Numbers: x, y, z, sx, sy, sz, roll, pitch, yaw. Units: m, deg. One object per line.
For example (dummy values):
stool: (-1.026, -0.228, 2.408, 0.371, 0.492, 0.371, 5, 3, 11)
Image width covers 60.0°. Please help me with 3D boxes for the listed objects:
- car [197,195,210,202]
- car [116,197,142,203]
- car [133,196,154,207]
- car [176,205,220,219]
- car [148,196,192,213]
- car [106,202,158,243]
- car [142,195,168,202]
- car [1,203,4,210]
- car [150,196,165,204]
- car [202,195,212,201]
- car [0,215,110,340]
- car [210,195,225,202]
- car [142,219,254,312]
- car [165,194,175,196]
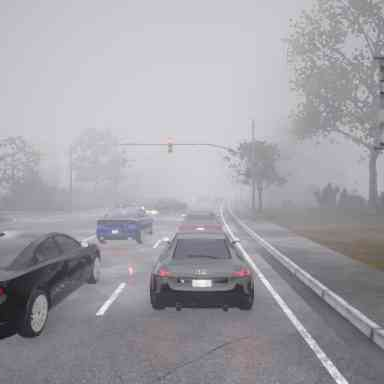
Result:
car: (2.230, 1.500, 74.009, 1.837, 1.490, 4.892, 0, 0, 9)
car: (-8.572, 1.491, 43.477, 2.128, 1.511, 4.902, 0, 0, 5)
car: (-7.667, 1.491, 52.660, 2.128, 1.511, 4.902, 0, 0, 6)
car: (0.440, 1.564, 16.218, 1.994, 1.385, 4.181, 0, 0, 2)
car: (-2.320, 1.491, 37.248, 2.128, 1.511, 4.902, 1, 0, 31)
car: (-3.068, 1.478, 16.054, 1.882, 1.535, 5.008, 0, 0, 2)
car: (-4.960, 1.491, 44.558, 2.128, 1.511, 4.902, 0, 0, 5)
car: (-22.061, 1.226, 33.573, 5.566, 2.045, 2.150, 0, 0, 7)
car: (-6.477, 1.564, 62.600, 1.994, 1.385, 4.181, 0, 0, 7)
car: (3.974, 1.478, 84.654, 1.882, 1.535, 5.008, 0, 0, 10)
car: (-3.303, 1.478, 6.655, 1.882, 1.535, 5.008, 0, 0, 1)
car: (5.813, 1.472, 74.296, 1.882, 1.535, 5.008, 0, 0, 9)
car: (0.216, 1.564, 7.818, 1.994, 1.385, 4.181, 0, 0, 1)
car: (-4.026, 1.505, 53.811, 1.837, 1.490, 4.892, 0, 0, 7)
